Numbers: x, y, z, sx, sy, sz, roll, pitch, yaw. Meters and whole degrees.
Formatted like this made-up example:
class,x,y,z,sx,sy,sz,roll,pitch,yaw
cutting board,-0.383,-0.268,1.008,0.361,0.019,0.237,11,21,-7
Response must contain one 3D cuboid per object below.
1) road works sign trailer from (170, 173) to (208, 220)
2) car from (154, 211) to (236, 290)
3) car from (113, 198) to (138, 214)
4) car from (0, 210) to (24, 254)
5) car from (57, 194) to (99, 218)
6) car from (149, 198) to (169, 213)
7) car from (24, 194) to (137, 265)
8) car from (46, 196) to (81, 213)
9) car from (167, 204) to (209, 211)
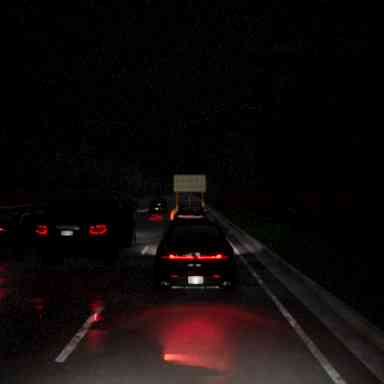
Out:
class,x,y,z,sx,sy,sz,roll,pitch,yaw
road works sign trailer,-0.156,0.451,23.295,2.380,3.560,2.880,0,0,-3
car,0.058,1.500,9.039,1.837,1.490,4.892,0,0,0
car,-7.136,1.484,36.190,1.837,1.490,4.892,0,0,0
car,-6.970,1.485,13.424,2.128,1.511,4.902,0,0,0
car,-10.600,1.205,31.404,2.150,2.045,5.566,0,0,0
car,-3.639,1.484,36.658,1.837,1.490,4.892,0,0,0
car,-3.457,1.216,11.845,2.150,2.045,5.566,0,0,0
car,-14.143,1.333,36.953,2.097,1.767,4.553,0,0,0
car,-0.027,1.477,19.425,2.128,1.511,4.902,1,0,1
